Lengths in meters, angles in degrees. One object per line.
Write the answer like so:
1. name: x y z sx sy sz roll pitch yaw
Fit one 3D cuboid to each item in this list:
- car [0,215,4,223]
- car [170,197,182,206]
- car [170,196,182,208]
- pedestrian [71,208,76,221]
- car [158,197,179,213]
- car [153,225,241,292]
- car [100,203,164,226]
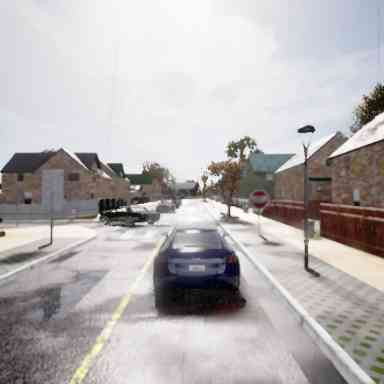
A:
1. car: -15.163 1.701 22.621 4.181 1.385 1.994 -1 -2 8
2. car: -2.801 1.620 58.474 1.837 1.490 4.892 0 0 0
3. car: -2.837 1.423 47.431 2.097 1.767 4.553 0 0 0
4. pedestrian: -9.910 1.826 27.846 0.500 1.100 0.500 0 -2 5
5. car: -2.846 1.606 37.461 1.994 1.385 4.181 0 0 0
6. car: 0.101 1.563 8.966 1.994 1.385 4.181 0 0 0
7. car: -4.372 1.630 22.869 4.718 1.301 1.895 -3 -3 43
